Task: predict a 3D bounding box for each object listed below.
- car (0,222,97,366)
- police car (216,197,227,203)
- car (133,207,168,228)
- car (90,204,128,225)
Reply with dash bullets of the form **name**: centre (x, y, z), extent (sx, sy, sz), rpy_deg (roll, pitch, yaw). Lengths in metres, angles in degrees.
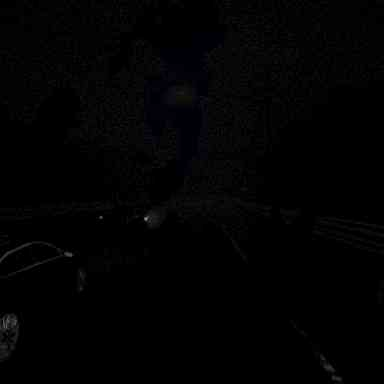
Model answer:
- **car**: centre (-3.342, 1.535, 5.808), extent (2.128, 1.511, 4.902), rpy_deg (0, 0, 1)
- **police car**: centre (7.605, 2.241, 89.575), extent (1.930, 1.638, 5.238), rpy_deg (0, -1, 8)
- **car**: centre (-2.889, 1.751, 23.861), extent (1.994, 1.385, 4.181), rpy_deg (0, 0, 2)
- **car**: centre (-6.312, 1.680, 25.935), extent (1.882, 1.535, 5.008), rpy_deg (0, 0, 2)
